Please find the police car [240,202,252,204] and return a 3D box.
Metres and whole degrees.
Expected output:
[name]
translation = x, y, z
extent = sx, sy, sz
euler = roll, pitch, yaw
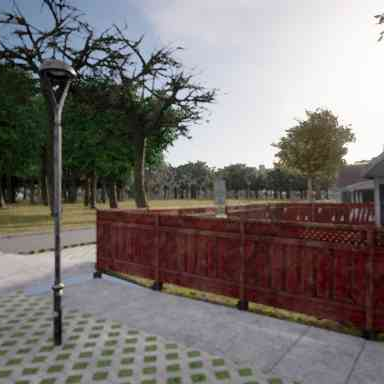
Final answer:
[police car]
translation = 6.421, 2.035, 40.739
extent = 2.038, 1.542, 4.974
euler = -2, -2, 34
